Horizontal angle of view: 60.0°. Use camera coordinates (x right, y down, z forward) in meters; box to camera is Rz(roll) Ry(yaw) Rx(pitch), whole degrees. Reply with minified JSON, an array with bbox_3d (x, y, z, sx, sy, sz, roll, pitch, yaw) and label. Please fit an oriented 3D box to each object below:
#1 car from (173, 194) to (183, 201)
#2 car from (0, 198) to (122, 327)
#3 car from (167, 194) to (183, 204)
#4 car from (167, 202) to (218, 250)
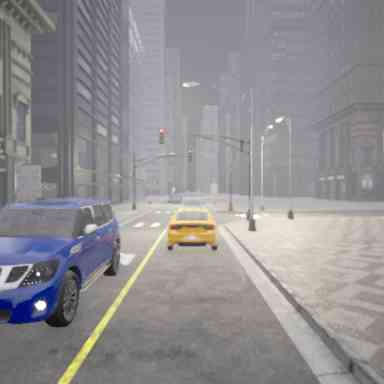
[{"bbox_3d":[-3.001,1.151,72.260,1.882,1.535,5.008,0,0,0],"label":"car"},{"bbox_3d":[-3.069,1.187,7.319,2.150,2.045,5.566,0,0,0],"label":"car"},{"bbox_3d":[-3.045,1.095,56.812,2.097,1.767,4.553,0,0,1],"label":"car"},{"bbox_3d":[0.030,1.412,14.007,1.882,1.535,5.008,0,0,1],"label":"car"}]
